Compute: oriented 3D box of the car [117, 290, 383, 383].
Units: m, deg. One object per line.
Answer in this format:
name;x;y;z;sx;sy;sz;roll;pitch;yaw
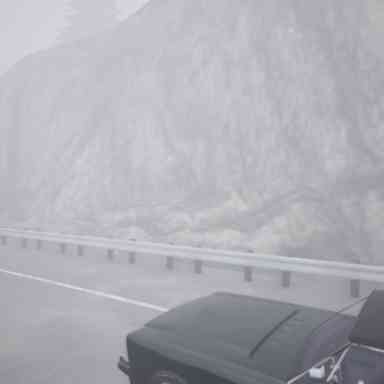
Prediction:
car;1.590;1.593;2.769;4.718;1.301;1.895;0;0;35
